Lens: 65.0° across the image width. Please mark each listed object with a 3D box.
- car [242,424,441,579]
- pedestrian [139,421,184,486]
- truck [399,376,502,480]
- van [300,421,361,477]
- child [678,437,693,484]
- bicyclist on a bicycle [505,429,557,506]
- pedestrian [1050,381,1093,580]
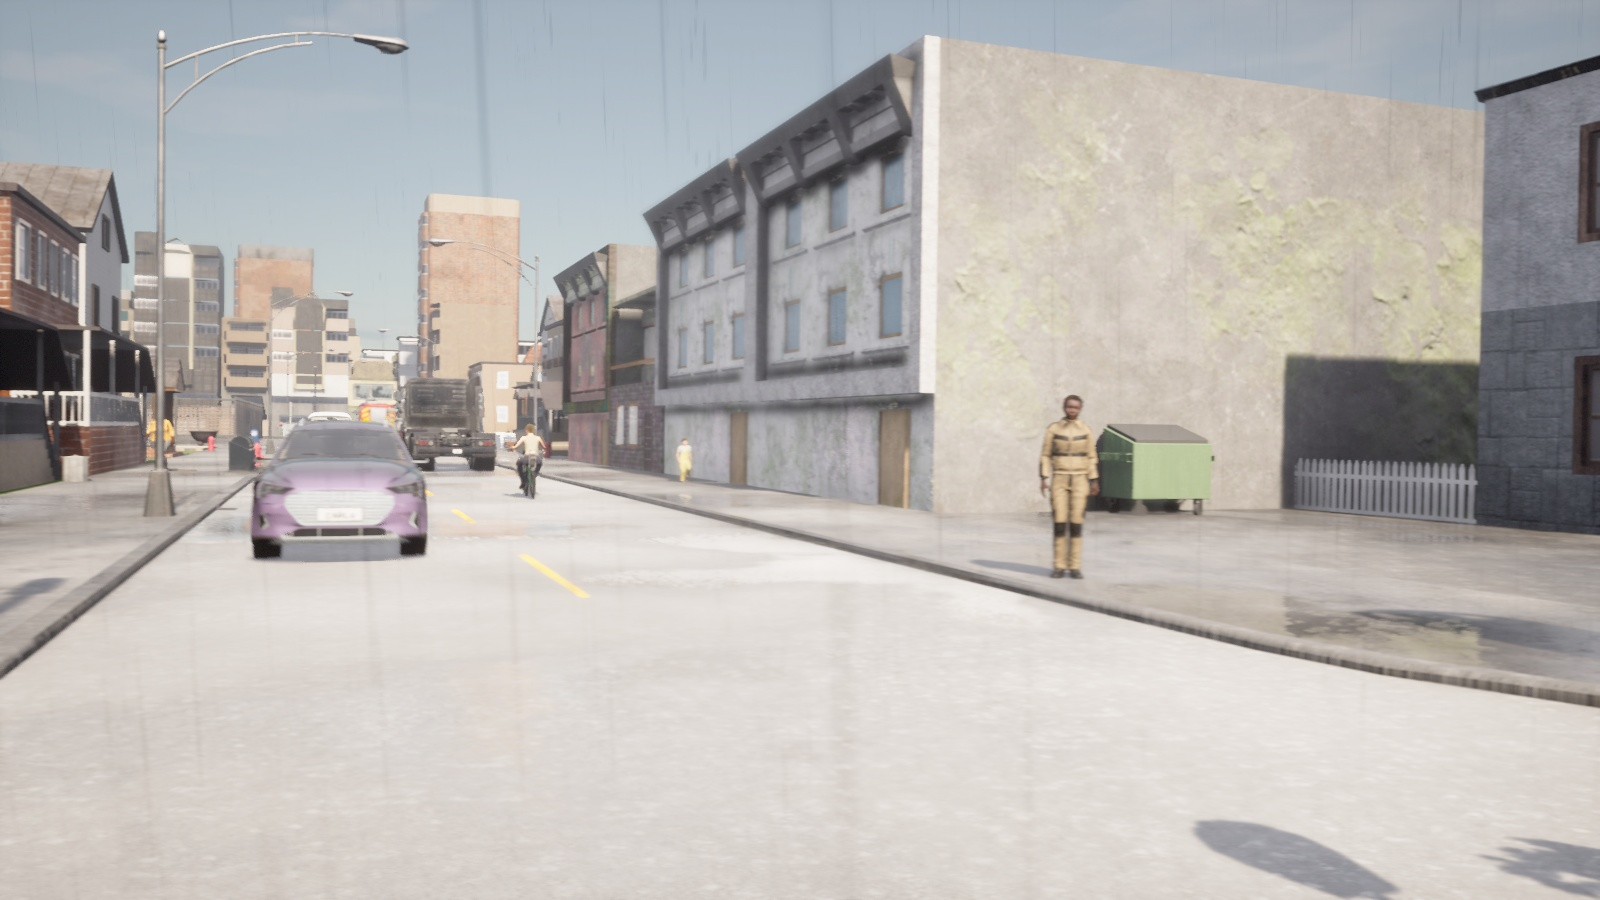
[{"bbox_3d":[-5.793,0.533,16.060,2.033,1.649,4.856,-1,1,-19],"label":"car"},{"bbox_3d":[-18.640,0.095,36.678,0.874,1.855,0.900,-1,1,-4],"label":"pedestrian"},{"bbox_3d":[-12.939,-0.783,46.018,2.891,3.462,7.936,-1,1,-21],"label":"truck"},{"bbox_3d":[-18.030,-0.066,48.190,2.069,2.038,4.480,-1,1,-21],"label":"van"},{"bbox_3d":[-3.084,0.288,33.912,0.270,1.263,0.437,-1,1,-24],"label":"child"},{"bbox_3d":[-5.899,0.360,27.507,0.866,1.612,1.509,-1,1,-21],"label":"bicyclist on a bicycle"},{"bbox_3d":[2.706,0.290,12.514,0.396,1.930,0.692,0,1,12],"label":"pedestrian"}]
